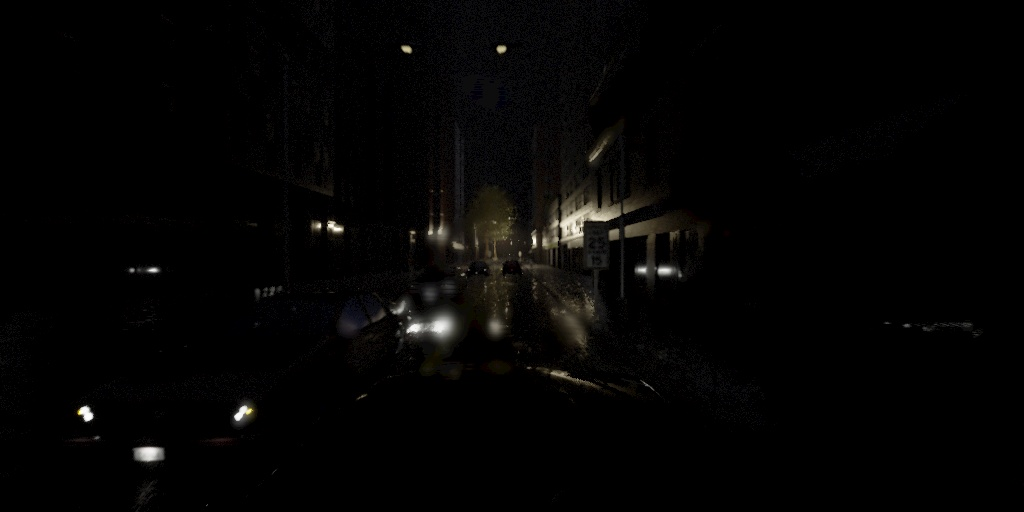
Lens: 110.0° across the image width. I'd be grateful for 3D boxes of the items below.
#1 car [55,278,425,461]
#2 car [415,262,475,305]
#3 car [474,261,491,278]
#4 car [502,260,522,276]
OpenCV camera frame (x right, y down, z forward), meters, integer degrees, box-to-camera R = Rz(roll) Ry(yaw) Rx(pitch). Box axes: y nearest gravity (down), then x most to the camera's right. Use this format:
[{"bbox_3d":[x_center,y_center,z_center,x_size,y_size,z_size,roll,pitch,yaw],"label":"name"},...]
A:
[{"bbox_3d":[-3.097,1.287,5.705,2.033,1.411,5.357,0,0,0],"label":"car"},{"bbox_3d":[-3.101,1.208,16.039,2.128,1.511,4.902,0,0,0],"label":"car"},{"bbox_3d":[-3.074,1.198,33.532,1.812,1.442,4.674,0,0,0],"label":"car"},{"bbox_3d":[-0.004,1.143,36.549,1.882,1.535,5.008,0,0,0],"label":"car"}]
